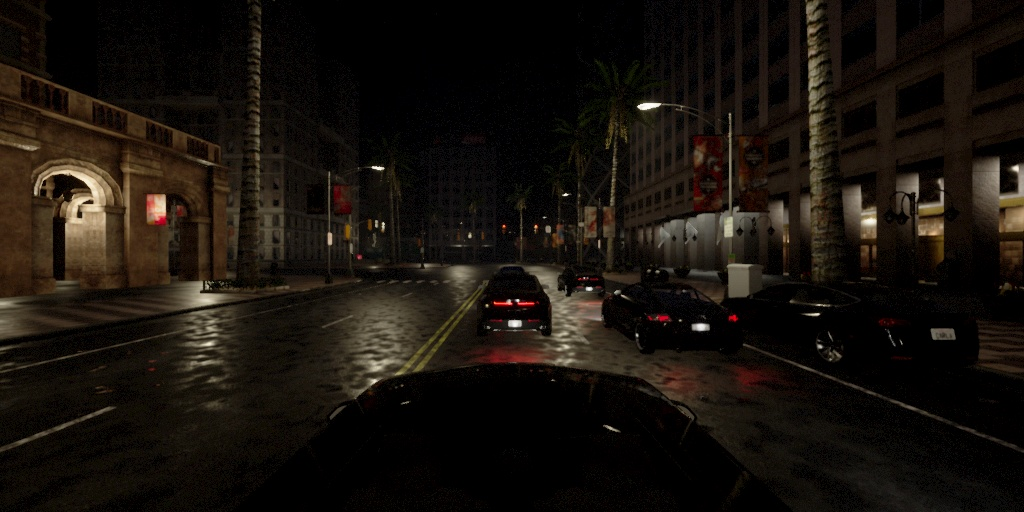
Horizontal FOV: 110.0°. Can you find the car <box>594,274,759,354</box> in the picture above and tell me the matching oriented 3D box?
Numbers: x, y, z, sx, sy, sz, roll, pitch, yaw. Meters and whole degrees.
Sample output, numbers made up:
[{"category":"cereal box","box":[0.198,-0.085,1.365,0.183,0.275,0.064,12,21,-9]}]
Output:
[{"category":"car","box":[3.560,1.311,8.762,1.994,1.385,4.181,0,0,0]}]

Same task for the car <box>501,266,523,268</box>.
[{"category":"car","box":[0.003,1.269,19.334,1.812,1.442,4.674,0,0,-2]}]

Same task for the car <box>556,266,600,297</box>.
[{"category":"car","box":[3.506,1.248,18.750,1.837,1.490,4.892,0,0,0]}]

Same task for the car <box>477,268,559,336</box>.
[{"category":"car","box":[0.047,1.251,10.386,1.837,1.490,4.892,0,0,-1]}]
